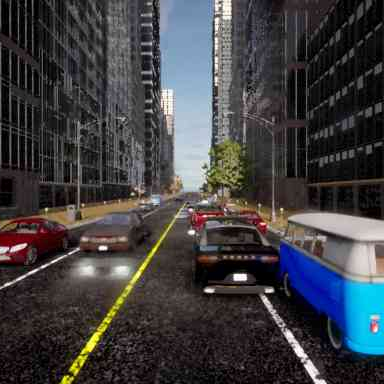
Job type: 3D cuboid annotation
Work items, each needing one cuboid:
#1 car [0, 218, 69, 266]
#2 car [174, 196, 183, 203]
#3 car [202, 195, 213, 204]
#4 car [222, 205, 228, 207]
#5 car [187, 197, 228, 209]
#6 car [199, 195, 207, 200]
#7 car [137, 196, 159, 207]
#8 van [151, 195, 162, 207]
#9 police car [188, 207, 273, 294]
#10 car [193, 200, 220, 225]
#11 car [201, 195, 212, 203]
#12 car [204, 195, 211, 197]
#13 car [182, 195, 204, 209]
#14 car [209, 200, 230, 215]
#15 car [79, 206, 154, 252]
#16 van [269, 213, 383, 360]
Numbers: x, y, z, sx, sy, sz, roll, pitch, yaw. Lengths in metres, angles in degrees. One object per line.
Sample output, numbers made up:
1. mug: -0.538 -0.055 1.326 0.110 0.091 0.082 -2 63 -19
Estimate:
1. car: -5.653 1.582 11.529 1.802 1.307 4.206 0 0 0
2. car: -2.766 1.557 71.185 1.895 1.301 4.718 0 0 0
3. car: 2.899 1.410 62.730 1.967 1.590 4.097 0 0 0
4. car: 2.747 1.581 17.190 1.802 1.307 4.206 0 0 0
5. car: 0.912 1.351 18.794 2.097 1.767 4.553 0 0 0
6. car: 2.994 1.462 91.193 1.887 1.381 4.507 0 0 0
7. car: -5.558 1.548 39.992 2.008 1.369 4.403 0 0 0
8. van: -5.520 1.328 51.377 1.690 1.788 3.998 0 0 0
9. police car: 0.929 1.425 8.941 1.930 1.638 5.238 0 0 0
10. car: 0.983 1.455 25.021 1.801 1.575 5.366 0 0 0
11. car: 2.918 1.401 68.422 1.967 1.590 4.097 0 0 0
12. car: 2.842 1.544 45.653 2.008 1.369 4.403 0 0 0
13. car: 0.160 1.485 45.729 2.128 1.511 4.902 0 0 0
14. car: 2.804 1.581 34.268 1.802 1.307 4.206 0 0 0
15. car: -3.055 1.547 14.098 2.033 1.411 5.357 0 0 0
16. van: 2.709 1.341 5.807 1.690 1.788 3.998 0 0 0
